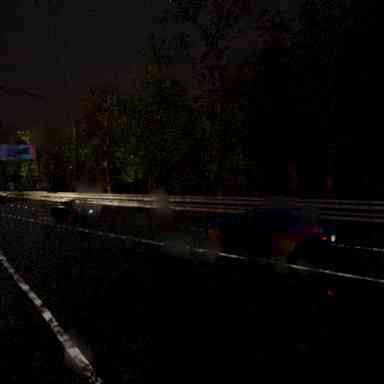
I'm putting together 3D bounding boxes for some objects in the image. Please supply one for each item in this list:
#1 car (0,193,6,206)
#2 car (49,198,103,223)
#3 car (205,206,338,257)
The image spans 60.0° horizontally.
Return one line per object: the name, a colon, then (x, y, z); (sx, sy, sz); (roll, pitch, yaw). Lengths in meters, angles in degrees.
car: (-22.298, 0.864, 37.343); (1.837, 1.490, 4.892); (-4, 3, -40)
car: (-7.424, 1.108, 21.155); (1.994, 1.385, 4.181); (-4, 3, -45)
car: (2.581, 1.211, 11.647); (4.674, 1.442, 1.812); (1, 3, 42)
